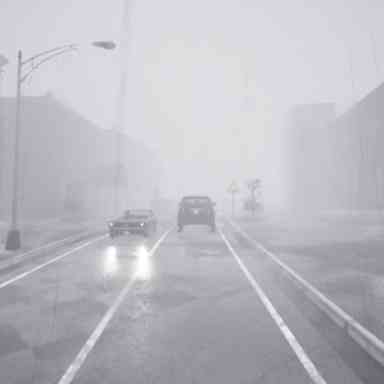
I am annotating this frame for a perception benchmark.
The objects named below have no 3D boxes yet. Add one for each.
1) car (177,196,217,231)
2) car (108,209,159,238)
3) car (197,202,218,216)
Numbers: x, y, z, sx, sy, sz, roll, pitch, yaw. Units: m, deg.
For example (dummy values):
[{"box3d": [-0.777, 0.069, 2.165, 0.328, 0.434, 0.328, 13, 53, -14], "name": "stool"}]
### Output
[{"box3d": [0.323, 1.247, 20.704, 2.150, 2.045, 5.566, 0, -1, 2], "name": "car"}, {"box3d": [-2.966, 1.595, 17.526, 1.895, 1.301, 4.718, 0, -1, 1], "name": "car"}, {"box3d": [1.888, 1.954, 39.127, 2.128, 1.511, 4.902, -1, -2, 7], "name": "car"}]
